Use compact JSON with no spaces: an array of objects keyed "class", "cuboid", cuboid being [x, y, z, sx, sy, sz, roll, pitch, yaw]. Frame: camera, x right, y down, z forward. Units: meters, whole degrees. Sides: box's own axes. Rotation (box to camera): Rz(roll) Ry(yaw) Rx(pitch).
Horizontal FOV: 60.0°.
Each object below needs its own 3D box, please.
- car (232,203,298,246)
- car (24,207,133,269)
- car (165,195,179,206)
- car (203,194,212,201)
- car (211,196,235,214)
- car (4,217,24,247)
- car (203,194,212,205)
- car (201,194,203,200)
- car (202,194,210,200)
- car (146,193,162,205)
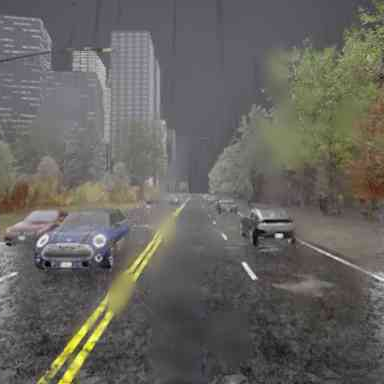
[{"class":"car","cuboid":[3.349,1.466,15.228,2.128,1.511,4.902,-1,0,0]},{"class":"car","cuboid":[-3.349,1.346,11.114,2.097,1.767,4.553,0,0,0]},{"class":"car","cuboid":[-3.180,1.296,53.989,2.097,1.767,4.553,0,0,1]},{"class":"car","cuboid":[3.643,1.303,78.510,1.801,1.575,5.366,1,0,1]},{"class":"car","cuboid":[3.378,1.413,33.190,2.128,1.511,4.902,1,0,0]},{"class":"car","cuboid":[-6.587,1.518,15.184,1.812,1.442,4.674,0,0,0]},{"class":"car","cuboid":[3.387,1.410,56.308,2.128,1.511,4.902,-1,0,1]},{"class":"car","cuboid":[3.502,1.400,67.312,2.128,1.511,4.902,-1,0,1]},{"class":"car","cuboid":[3.755,1.304,89.325,1.882,1.535,5.008,1,0,1]},{"class":"car","cuboid":[-6.391,1.163,56.655,2.150,2.045,5.566,0,0,1]}]
